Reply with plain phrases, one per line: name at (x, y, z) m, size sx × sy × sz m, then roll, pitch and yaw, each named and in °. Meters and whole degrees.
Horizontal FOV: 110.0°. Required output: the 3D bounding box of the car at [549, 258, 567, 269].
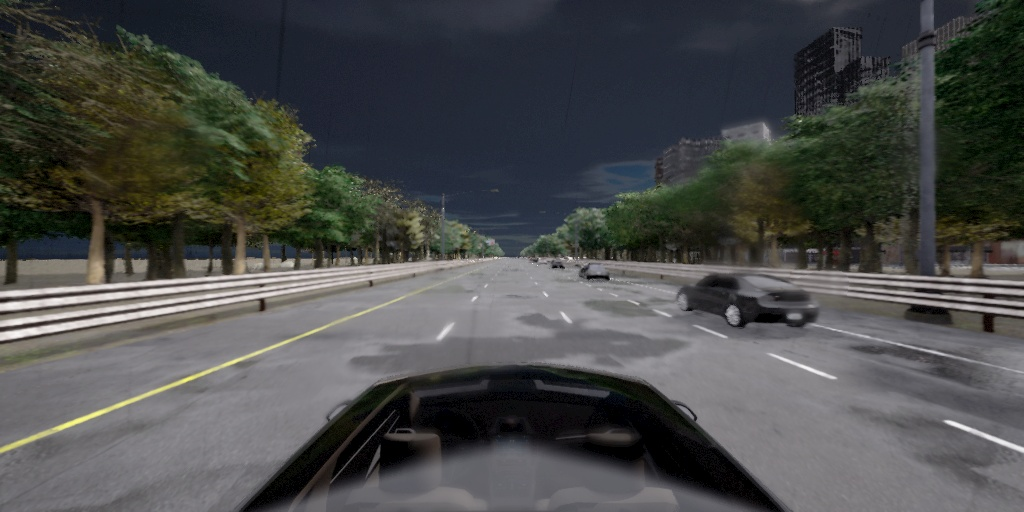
car at (7.095, 1.317, 57.168) m, size 1.837 × 1.490 × 4.892 m, roll 0°, pitch 0°, yaw 0°

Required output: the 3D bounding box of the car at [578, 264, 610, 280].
car at (7.018, 1.336, 31.020) m, size 1.994 × 1.385 × 4.181 m, roll 0°, pitch 0°, yaw 0°

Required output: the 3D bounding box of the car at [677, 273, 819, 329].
car at (7.005, 1.264, 11.294) m, size 1.837 × 1.490 × 4.892 m, roll 0°, pitch 0°, yaw 0°
